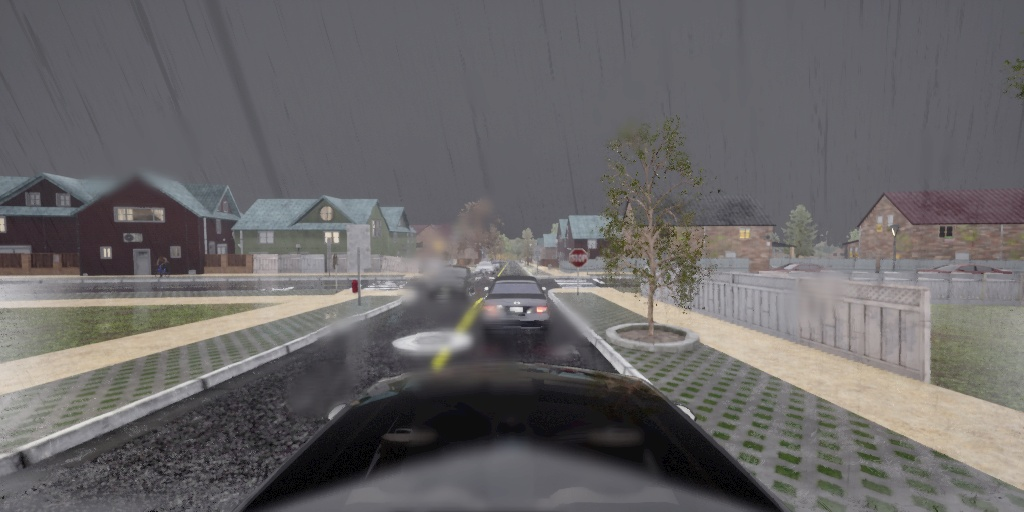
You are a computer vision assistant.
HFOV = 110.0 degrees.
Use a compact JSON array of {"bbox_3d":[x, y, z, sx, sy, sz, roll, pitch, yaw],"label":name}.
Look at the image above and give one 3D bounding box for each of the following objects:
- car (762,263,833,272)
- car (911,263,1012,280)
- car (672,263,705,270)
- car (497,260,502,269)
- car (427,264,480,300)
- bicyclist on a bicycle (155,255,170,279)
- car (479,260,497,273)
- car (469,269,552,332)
[{"bbox_3d":[21.090,1.232,26.571,4.674,1.442,1.812,0,3,6],"label":"car"},{"bbox_3d":[31.305,1.258,25.121,5.008,1.535,1.882,1,3,11],"label":"car"},{"bbox_3d":[12.570,1.242,27.132,4.181,1.385,1.994,0,3,2],"label":"car"},{"bbox_3d":[-2.833,1.396,51.558,1.895,1.301,4.718,0,0,0],"label":"car"},{"bbox_3d":[-2.846,1.261,17.753,1.837,1.490,4.892,0,-1,0],"label":"car"},{"bbox_3d":[-24.881,0.759,25.544,0.582,1.620,1.656,0,3,-16],"label":"bicyclist on a bicycle"},{"bbox_3d":[-2.839,1.288,38.328,1.812,1.442,4.674,0,0,0],"label":"car"},{"bbox_3d":[0.103,1.291,10.820,2.033,1.411,5.357,0,0,0],"label":"car"}]
